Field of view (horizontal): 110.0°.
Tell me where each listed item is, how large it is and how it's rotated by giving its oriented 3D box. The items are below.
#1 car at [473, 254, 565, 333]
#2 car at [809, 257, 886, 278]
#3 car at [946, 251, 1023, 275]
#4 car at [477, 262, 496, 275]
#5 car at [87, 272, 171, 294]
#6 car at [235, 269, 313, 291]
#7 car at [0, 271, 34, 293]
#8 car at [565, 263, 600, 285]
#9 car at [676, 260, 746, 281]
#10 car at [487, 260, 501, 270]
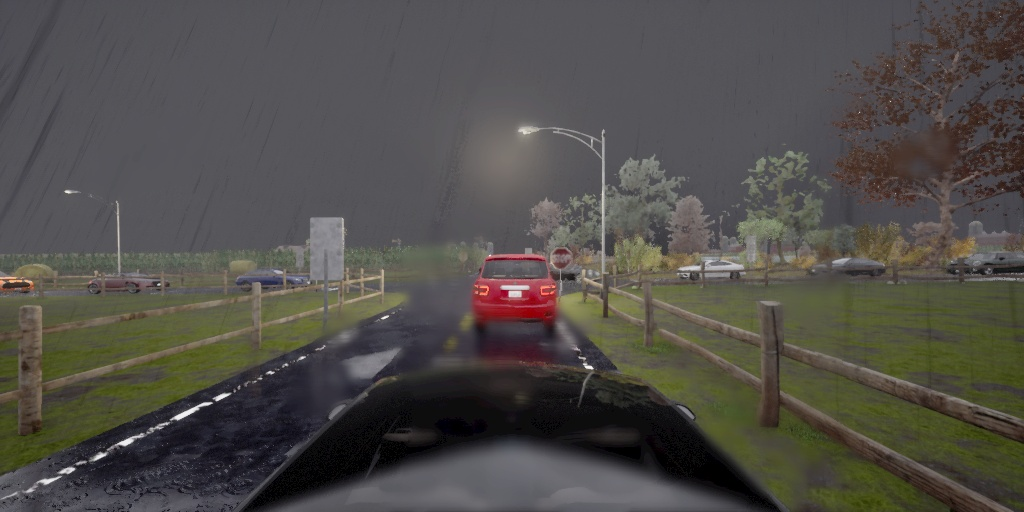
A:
[{"bbox_3d":[0.150,0.973,10.942,2.150,2.045,5.566,0,0,2],"label":"car"},{"bbox_3d":[24.434,0.829,26.173,4.674,1.442,1.812,-1,0,1],"label":"car"},{"bbox_3d":[34.605,0.482,25.968,4.553,1.767,2.097,-1,0,1],"label":"car"},{"bbox_3d":[-2.822,1.383,40.994,1.895,1.301,4.718,0,0,0],"label":"car"},{"bbox_3d":[-25.782,1.780,24.203,4.181,1.385,1.994,-1,0,1],"label":"car"},{"bbox_3d":[-15.864,1.557,23.968,4.674,1.442,1.812,-1,0,3],"label":"car"},{"bbox_3d":[-35.803,1.759,24.406,4.553,1.767,2.097,-1,0,1],"label":"car"},{"bbox_3d":[3.669,1.177,25.047,4.902,1.511,2.128,-2,0,31],"label":"car"},{"bbox_3d":[14.566,1.001,26.367,4.674,1.442,1.812,-1,0,1],"label":"car"},{"bbox_3d":[-2.792,1.355,56.867,2.033,1.411,5.357,0,0,0],"label":"car"}]
